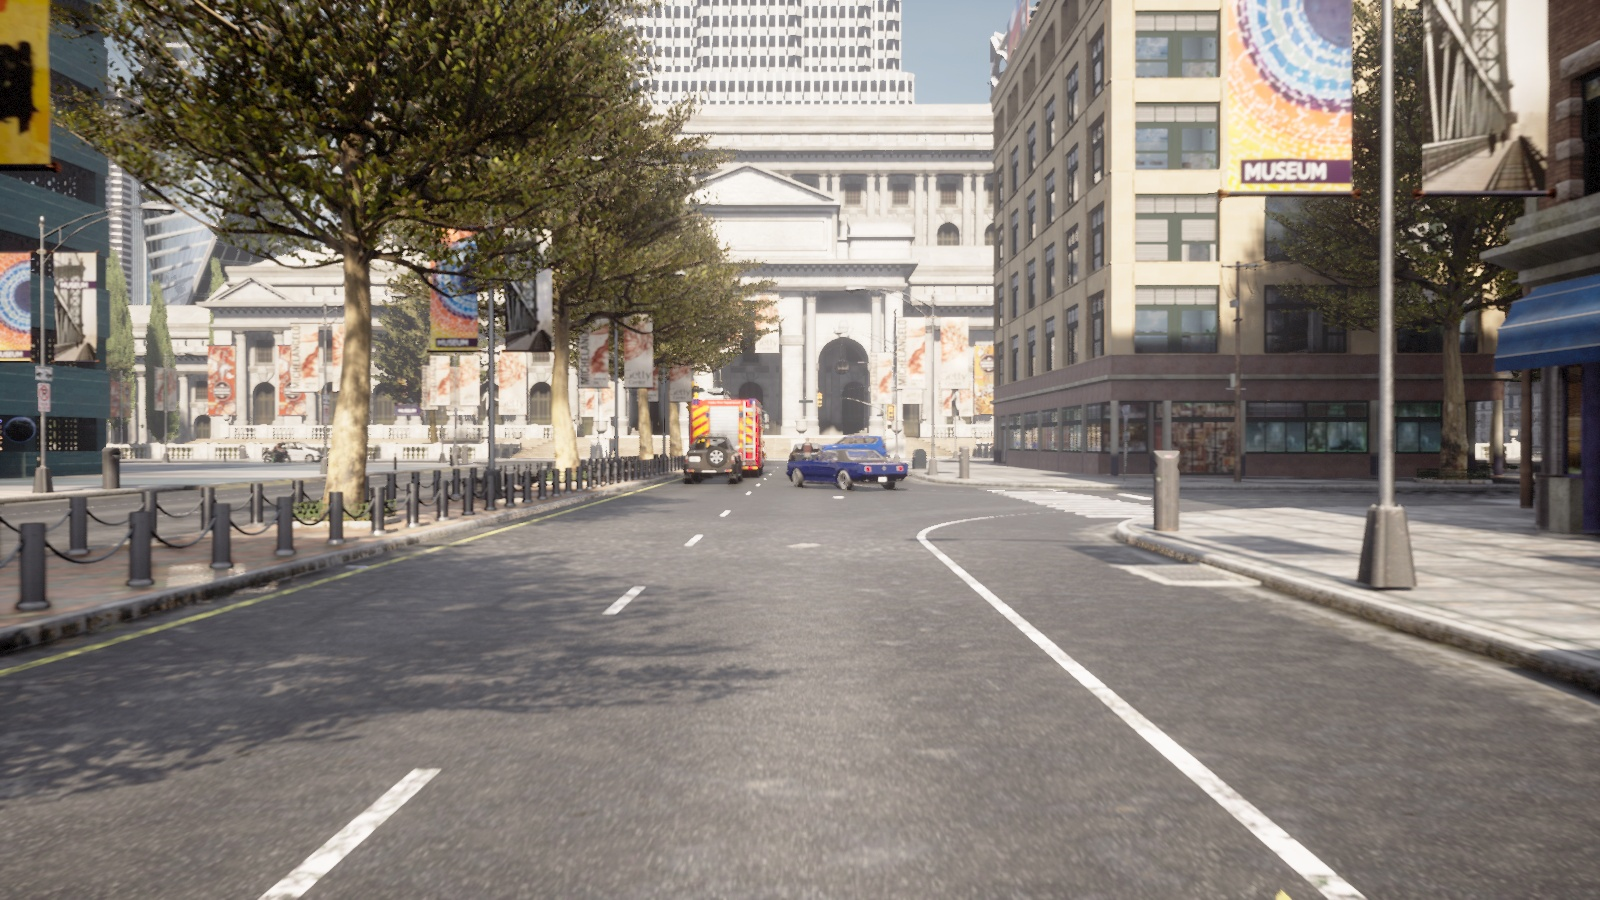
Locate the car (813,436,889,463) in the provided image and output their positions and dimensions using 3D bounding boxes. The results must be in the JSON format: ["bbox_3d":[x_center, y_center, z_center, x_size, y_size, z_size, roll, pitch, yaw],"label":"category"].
[{"bbox_3d":[3.865,-0.074,96.353,5.566,2.045,2.150,0,0,-7],"label":"car"}]

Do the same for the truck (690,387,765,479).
[{"bbox_3d":[-3.162,-0.741,56.885,2.891,3.827,8.468,0,0,0],"label":"truck"}]

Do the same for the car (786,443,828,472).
[{"bbox_3d":[0.396,0.368,67.156,2.163,1.488,4.792,0,0,0],"label":"car"}]

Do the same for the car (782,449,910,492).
[{"bbox_3d":[1.401,0.618,40.740,1.895,1.301,4.718,0,0,-31],"label":"car"}]

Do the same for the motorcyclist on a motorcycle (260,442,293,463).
[{"bbox_3d":[-37.586,0.190,90.207,2.044,1.523,0.797,0,0,0],"label":"motorcyclist on a motorcycle"}]

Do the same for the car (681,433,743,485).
[{"bbox_3d":[-3.219,0.296,46.884,1.932,1.855,4.605,0,0,1],"label":"car"}]
